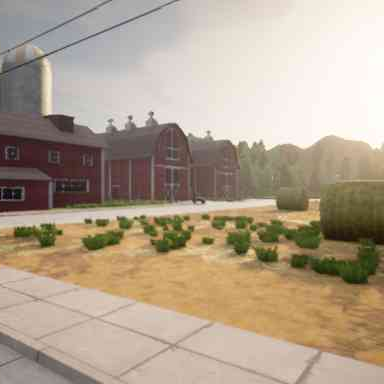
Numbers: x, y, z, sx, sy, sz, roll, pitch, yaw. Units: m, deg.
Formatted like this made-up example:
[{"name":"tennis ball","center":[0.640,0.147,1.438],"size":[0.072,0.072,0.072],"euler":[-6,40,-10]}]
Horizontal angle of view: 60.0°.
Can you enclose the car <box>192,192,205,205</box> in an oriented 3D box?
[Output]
[{"name":"car","center":[1.147,1.061,57.365],"size":[1.905,1.878,3.866],"euler":[6,1,-8]}]
